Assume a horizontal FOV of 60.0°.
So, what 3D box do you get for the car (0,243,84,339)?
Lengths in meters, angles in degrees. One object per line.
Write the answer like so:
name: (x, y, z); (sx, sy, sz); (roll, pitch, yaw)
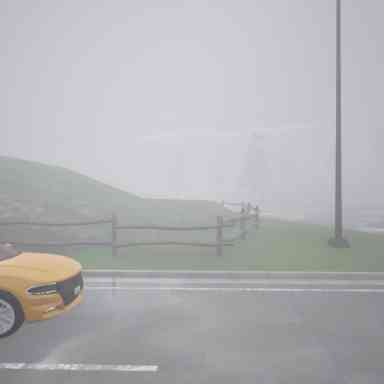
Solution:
car: (-4.539, 1.478, 6.035); (5.008, 1.535, 1.882); (0, 0, 2)
